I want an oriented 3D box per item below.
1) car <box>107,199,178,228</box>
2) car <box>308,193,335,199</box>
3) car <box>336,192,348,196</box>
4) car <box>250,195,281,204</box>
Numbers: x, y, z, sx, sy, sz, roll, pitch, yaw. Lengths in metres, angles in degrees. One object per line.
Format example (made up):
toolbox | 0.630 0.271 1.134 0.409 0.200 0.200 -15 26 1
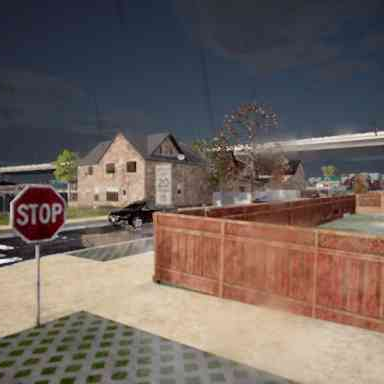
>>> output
car | -2.854 1.247 20.167 1.837 1.490 4.892 0 1 37
car | 15.278 0.837 39.612 1.812 1.442 4.674 0 1 37
car | 21.362 0.689 47.836 2.033 1.411 5.357 0 1 37
car | 7.590 1.030 34.137 1.994 1.385 4.181 0 1 37
